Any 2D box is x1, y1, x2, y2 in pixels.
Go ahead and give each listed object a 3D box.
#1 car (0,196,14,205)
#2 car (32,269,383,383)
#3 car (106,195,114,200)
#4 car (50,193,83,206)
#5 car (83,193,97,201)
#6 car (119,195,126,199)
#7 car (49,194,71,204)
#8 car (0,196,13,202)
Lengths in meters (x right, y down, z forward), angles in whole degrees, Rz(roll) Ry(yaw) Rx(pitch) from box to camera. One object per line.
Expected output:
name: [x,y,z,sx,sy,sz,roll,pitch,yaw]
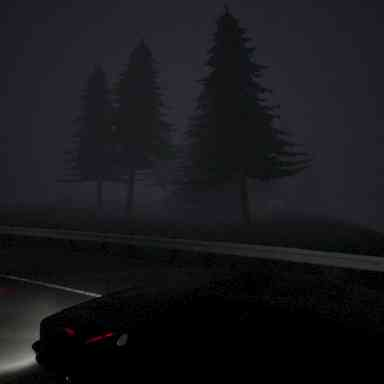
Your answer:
car: [-32.102,1.547,53.763,2.033,1.411,5.357,0,0,15]
car: [0.724,1.547,3.214,5.357,1.411,2.033,0,0,34]
car: [-22.594,1.478,91.437,1.882,1.535,5.008,0,0,-11]
car: [-20.832,1.351,55.498,2.097,1.767,4.553,0,0,14]
car: [-21.930,1.514,69.671,2.128,1.511,4.902,0,0,5]
car: [-18.943,1.540,90.734,2.033,1.411,5.357,0,0,-11]
car: [-25.935,1.355,65.690,2.097,1.767,4.553,0,0,8]
car: [-42.639,1.540,74.377,2.033,1.411,5.357,0,0,5]
